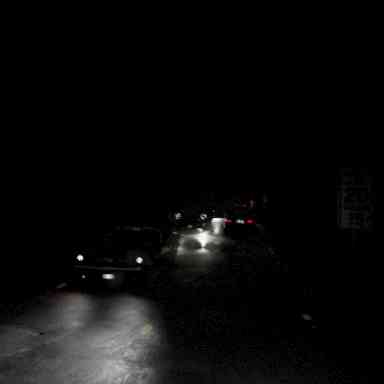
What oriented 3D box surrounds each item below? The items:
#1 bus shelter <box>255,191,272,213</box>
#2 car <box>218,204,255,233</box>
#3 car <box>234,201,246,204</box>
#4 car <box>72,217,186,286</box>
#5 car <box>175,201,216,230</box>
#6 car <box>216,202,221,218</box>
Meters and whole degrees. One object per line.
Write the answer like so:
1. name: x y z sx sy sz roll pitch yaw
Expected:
1. bus shelter: 9.425 1.248 43.955 1.920 2.740 3.880 1 1 8
2. car: 3.007 1.717 21.045 2.033 1.411 5.357 1 0 8
3. car: 6.991 1.972 48.444 1.895 1.301 4.718 1 0 8
4. car: -1.609 1.652 9.831 1.895 1.301 4.718 1 0 8
5. car: 0.193 1.499 22.171 2.097 1.767 4.553 1 0 8
6. car: 1.911 1.744 33.720 1.837 1.490 4.892 1 -1 9
